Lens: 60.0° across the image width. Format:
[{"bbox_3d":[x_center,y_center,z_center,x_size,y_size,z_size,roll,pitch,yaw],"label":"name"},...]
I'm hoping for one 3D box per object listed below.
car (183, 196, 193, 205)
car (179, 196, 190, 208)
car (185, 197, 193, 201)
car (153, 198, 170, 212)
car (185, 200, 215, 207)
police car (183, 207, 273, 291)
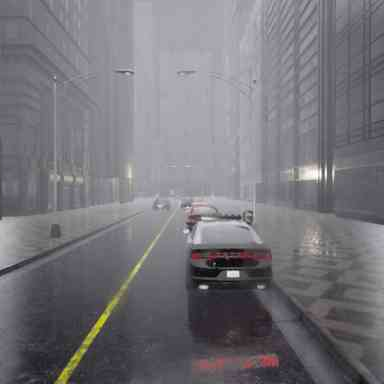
[{"bbox_3d":[-0.733,1.523,60.289,1.812,1.442,4.674,0,0,-1],"label":"car"},{"bbox_3d":[-0.557,1.598,46.676,1.895,1.301,4.718,0,0,0],"label":"car"},{"bbox_3d":[0.591,1.453,25.267,1.801,1.575,5.366,0,0,-1],"label":"car"},{"bbox_3d":[-3.583,1.489,39.625,2.128,1.511,4.902,0,0,-1],"label":"car"},{"bbox_3d":[0.666,1.476,19.077,1.882,1.535,5.008,0,0,-1],"label":"car"},{"bbox_3d":[0.787,1.424,9.188,1.930,1.638,5.238,0,0,-1],"label":"police car"}]
